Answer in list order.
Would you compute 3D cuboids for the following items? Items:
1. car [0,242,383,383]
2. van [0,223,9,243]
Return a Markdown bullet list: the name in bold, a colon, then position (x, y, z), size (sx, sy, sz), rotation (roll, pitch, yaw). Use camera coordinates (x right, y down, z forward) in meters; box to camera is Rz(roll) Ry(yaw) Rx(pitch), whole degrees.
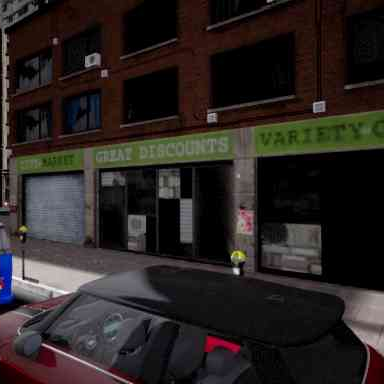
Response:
- **car**: position (-0.453, 1.440, 3.050), size (4.097, 1.590, 1.967), rotation (0, 0, 36)
- **van**: position (-5.084, 1.343, 6.357), size (3.998, 1.788, 1.690), rotation (0, 0, 36)
